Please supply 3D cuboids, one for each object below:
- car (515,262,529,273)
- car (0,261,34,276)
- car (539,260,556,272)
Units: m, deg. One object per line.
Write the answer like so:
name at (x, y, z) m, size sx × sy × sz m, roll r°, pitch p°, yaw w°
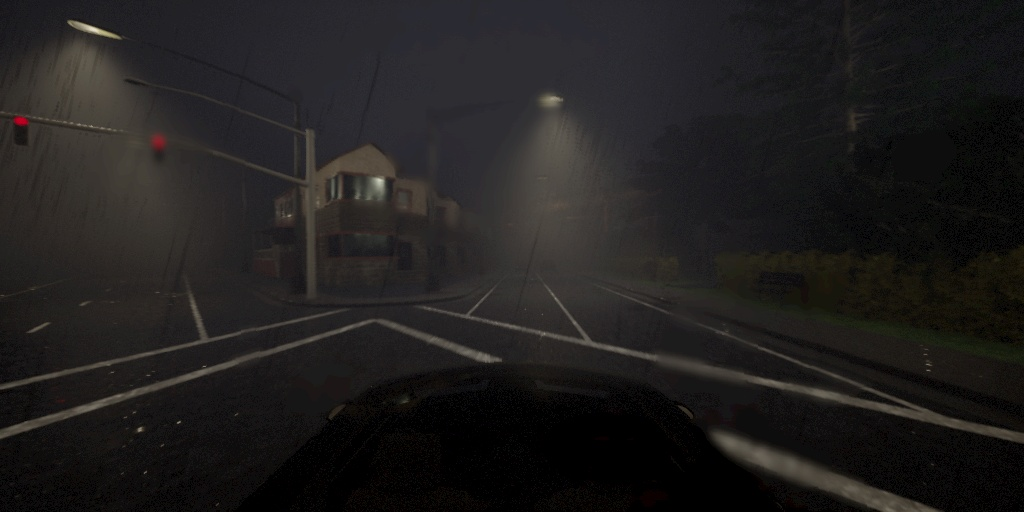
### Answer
car at (1.396, 1.515, 49.482) m, size 2.033 × 1.411 × 5.357 m, roll -1°, pitch 0°, yaw 2°
car at (-48.616, 1.216, 34.952) m, size 1.812 × 1.442 × 4.674 m, roll 0°, pitch -1°, yaw -43°
car at (4.906, 1.276, 49.800) m, size 2.097 × 1.767 × 4.553 m, roll -1°, pitch 0°, yaw 2°
